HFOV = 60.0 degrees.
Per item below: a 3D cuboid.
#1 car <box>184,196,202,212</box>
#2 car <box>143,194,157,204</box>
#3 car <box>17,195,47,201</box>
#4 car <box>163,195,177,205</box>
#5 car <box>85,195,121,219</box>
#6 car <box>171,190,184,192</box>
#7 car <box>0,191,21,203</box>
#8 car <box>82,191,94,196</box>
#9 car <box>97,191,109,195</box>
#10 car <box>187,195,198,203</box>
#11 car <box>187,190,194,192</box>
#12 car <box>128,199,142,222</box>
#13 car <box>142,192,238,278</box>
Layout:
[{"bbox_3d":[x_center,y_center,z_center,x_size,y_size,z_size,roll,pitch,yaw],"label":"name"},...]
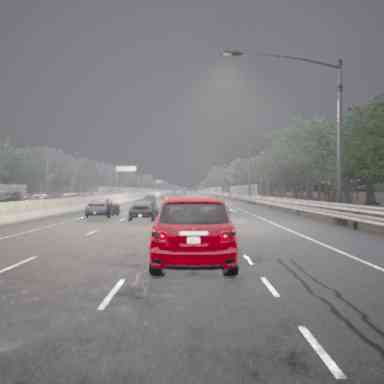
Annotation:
[{"bbox_3d":[0.091,1.235,35.442,1.812,1.442,4.674,0,0,0],"label":"car"},{"bbox_3d":[-6.889,1.080,55.046,1.837,1.490,4.892,0,0,0],"label":"car"},{"bbox_3d":[-17.479,1.272,37.707,1.994,1.385,4.181,0,0,0],"label":"car"},{"bbox_3d":[-3.393,1.195,51.630,1.895,1.301,4.718,0,0,0],"label":"car"},{"bbox_3d":[-6.920,1.277,26.166,2.128,1.511,4.902,0,0,0],"label":"car"},{"bbox_3d":[-3.364,0.929,78.838,1.812,1.442,4.674,0,0,0],"label":"car"},{"bbox_3d":[-20.982,0.939,36.859,2.150,2.045,5.566,0,0,0],"label":"car"},{"bbox_3d":[-24.365,0.543,78.265,1.837,1.490,4.892,0,0,0],"label":"car"},{"bbox_3d":[-20.865,0.540,78.261,1.837,1.490,4.892,0,0,0],"label":"car"},{"bbox_3d":[0.115,1.138,59.247,1.895,1.301,4.718,0,0,0],"label":"car"},{"bbox_3d":[0.139,0.856,82.219,1.882,1.535,5.008,0,0,0],"label":"car"},{"bbox_3d":[-3.423,1.302,24.434,1.837,1.490,4.892,0,0,0],"label":"car"},{"bbox_3d":[0.047,1.133,10.007,2.150,2.045,5.566,0,0,0],"label":"car"}]
